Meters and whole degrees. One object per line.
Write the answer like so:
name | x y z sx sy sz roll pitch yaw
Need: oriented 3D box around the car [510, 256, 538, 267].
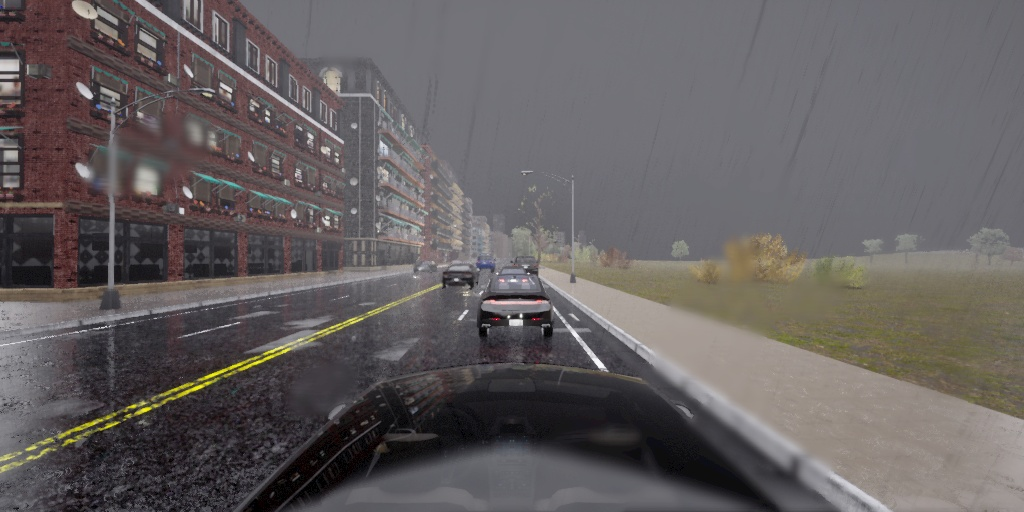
car | 1.070 0.979 30.912 2.150 2.045 5.566 0 0 0

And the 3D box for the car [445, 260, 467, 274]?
car | -6.697 1.231 43.175 1.882 1.535 5.008 0 0 0

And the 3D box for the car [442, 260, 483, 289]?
car | -3.201 1.231 23.073 1.882 1.535 5.008 0 0 0

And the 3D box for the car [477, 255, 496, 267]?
car | -3.249 0.966 44.985 2.150 2.045 5.566 0 -1 0

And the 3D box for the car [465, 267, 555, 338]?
car | 0.081 1.243 10.260 2.128 1.511 4.902 0 0 0

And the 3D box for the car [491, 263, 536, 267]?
car | 0.060 1.301 20.700 2.033 1.411 5.357 0 0 0

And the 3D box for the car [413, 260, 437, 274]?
car | -9.943 1.245 41.298 2.128 1.511 4.902 0 0 0
